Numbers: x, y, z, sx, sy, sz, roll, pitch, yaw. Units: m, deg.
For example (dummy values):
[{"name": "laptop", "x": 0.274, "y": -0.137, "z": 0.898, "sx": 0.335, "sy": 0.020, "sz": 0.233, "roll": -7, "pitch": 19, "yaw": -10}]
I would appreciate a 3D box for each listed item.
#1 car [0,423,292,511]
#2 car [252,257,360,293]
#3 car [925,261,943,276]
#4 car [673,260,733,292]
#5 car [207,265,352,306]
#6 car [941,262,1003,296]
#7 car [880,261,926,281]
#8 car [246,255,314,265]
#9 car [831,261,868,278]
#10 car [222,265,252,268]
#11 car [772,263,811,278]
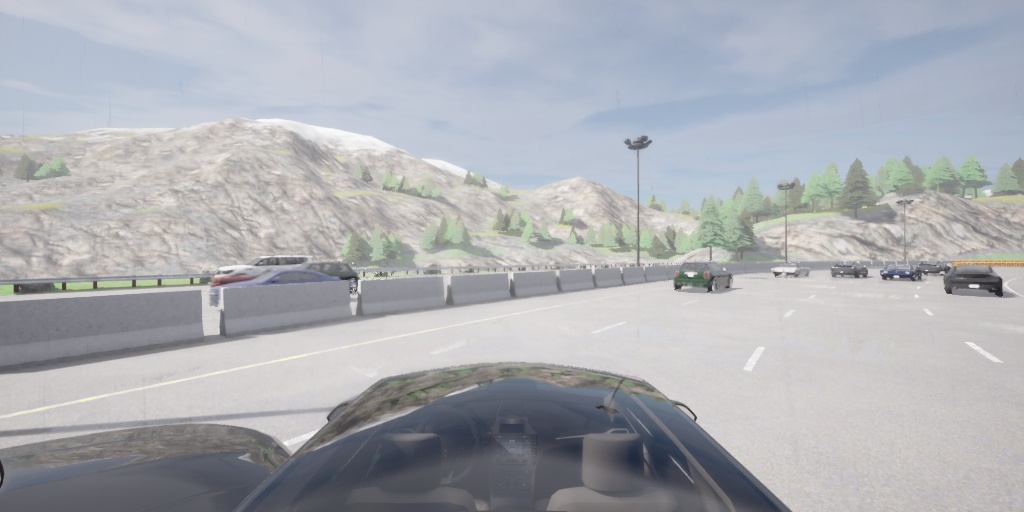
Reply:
[{"name": "car", "x": -2.982, "y": 1.255, "z": 0.505, "sx": 4.892, "sy": 1.490, "sz": 1.837, "roll": 0, "pitch": 0, "yaw": -45}, {"name": "car", "x": -10.475, "y": 1.102, "z": 18.806, "sx": 2.097, "sy": 1.767, "sz": 4.553, "roll": 0, "pitch": 0, "yaw": 41}, {"name": "car", "x": 43.308, "y": 1.241, "z": 36.844, "sx": 4.902, "sy": 1.511, "sz": 2.128, "roll": 0, "pitch": 0, "yaw": -31}, {"name": "car", "x": 11.520, "y": 1.101, "z": 21.497, "sx": 4.553, "sy": 1.767, "sz": 2.097, "roll": 0, "pitch": 0, "yaw": -44}, {"name": "car", "x": -9.392, "y": 1.276, "z": 14.651, "sx": 1.812, "sy": 1.442, "sz": 4.674, "roll": 0, "pitch": 0, "yaw": 39}, {"name": "car", "x": 25.002, "y": 1.255, "z": 19.543, "sx": 4.892, "sy": 1.490, "sz": 1.837, "roll": 0, "pitch": 0, "yaw": -41}, {"name": "car", "x": 32.304, "y": 1.351, "z": 29.710, "sx": 4.718, "sy": 1.301, "sz": 1.895, "roll": 0, "pitch": 0, "yaw": -35}, {"name": "car", "x": -15.766, "y": 0.971, "z": 23.430, "sx": 2.150, "sy": 2.045, "sz": 5.566, "roll": 0, "pitch": 0, "yaw": 41}, {"name": "car", "x": 31.370, "y": 1.241, "z": 33.320, "sx": 4.902, "sy": 1.511, "sz": 2.128, "roll": 0, "pitch": 0, "yaw": -35}, {"name": "car", "x": -13.947, "y": 1.351, "z": 20.157, "sx": 1.895, "sy": 1.301, "sz": 4.718, "roll": 0, "pitch": 0, "yaw": 40}, {"name": "car", "x": 26.851, "y": 1.350, "z": 34.378, "sx": 4.718, "sy": 1.301, "sz": 1.895, "roll": 0, "pitch": 0, "yaw": -36}]
